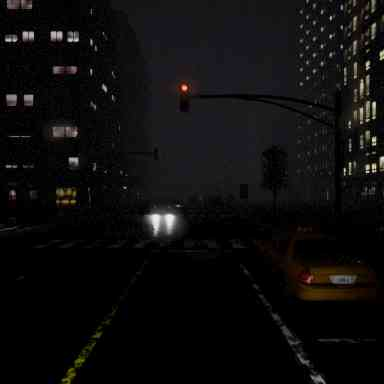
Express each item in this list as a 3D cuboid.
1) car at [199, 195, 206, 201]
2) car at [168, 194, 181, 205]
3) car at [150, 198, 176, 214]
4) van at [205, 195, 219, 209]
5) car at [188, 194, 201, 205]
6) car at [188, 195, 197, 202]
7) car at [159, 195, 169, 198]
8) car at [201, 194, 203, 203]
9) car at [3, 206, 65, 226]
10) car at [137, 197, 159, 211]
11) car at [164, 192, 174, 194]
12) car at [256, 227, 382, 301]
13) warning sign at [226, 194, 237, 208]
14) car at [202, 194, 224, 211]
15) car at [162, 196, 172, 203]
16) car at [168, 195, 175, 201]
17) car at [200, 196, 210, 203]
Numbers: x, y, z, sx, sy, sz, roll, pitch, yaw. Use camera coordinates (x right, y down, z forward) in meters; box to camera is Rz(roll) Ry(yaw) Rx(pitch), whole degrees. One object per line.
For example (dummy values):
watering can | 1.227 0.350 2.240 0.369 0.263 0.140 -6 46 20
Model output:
car | 2.849 1.625 90.395 1.752 1.417 4.829 0 0 0
car | -2.975 1.588 58.948 2.033 1.411 5.357 0 0 0
car | -3.036 1.614 36.136 1.895 1.301 4.718 0 0 0
van | 2.768 1.364 46.012 1.690 1.788 3.998 0 0 0
car | 0.206 1.543 57.778 1.837 1.490 4.892 0 0 0
car | 0.143 1.603 79.736 2.128 1.511 4.902 0 0 0
car | -5.591 1.588 57.080 2.008 1.369 4.403 0 0 0
car | 2.797 1.362 62.591 2.192 1.841 5.009 0 0 0
car | -11.808 1.731 25.098 4.181 1.385 1.994 -1 0 -7
car | -5.621 1.568 40.501 2.008 1.369 4.403 0 0 0
car | -5.553 1.517 79.187 1.967 1.590 4.097 0 0 0
car | 2.701 1.526 8.243 1.752 1.417 4.829 0 0 0
warning sign | 5.151 1.135 43.738 1.300 1.860 1.060 0 0 0
car | 2.758 1.332 40.486 2.192 1.841 5.009 0 0 0
car | -5.562 1.648 73.661 1.802 1.307 4.206 0 0 0
car | -5.532 1.624 90.070 1.752 1.417 4.829 0 0 0
car | 2.818 1.611 73.645 1.887 1.381 4.507 0 0 0
